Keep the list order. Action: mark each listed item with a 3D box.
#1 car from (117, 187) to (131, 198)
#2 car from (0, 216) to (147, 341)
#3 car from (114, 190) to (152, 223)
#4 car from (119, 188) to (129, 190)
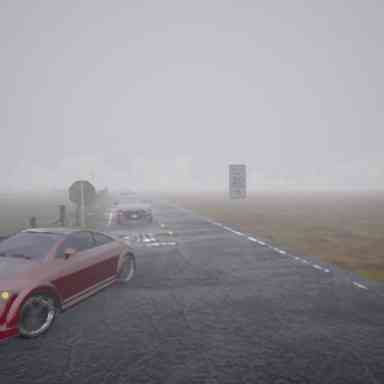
[{"bbox_3d":[-10.645,0.013,51.921,2.033,1.411,5.357,-2,2,-12],"label":"car"},{"bbox_3d":[-2.758,1.404,6.319,1.994,1.385,4.181,0,1,18],"label":"car"},{"bbox_3d":[-3.479,0.905,19.534,1.882,1.535,5.008,-2,2,-12],"label":"car"},{"bbox_3d":[-6.676,0.598,34.007,1.895,1.301,4.718,-1,2,-12],"label":"car"}]
